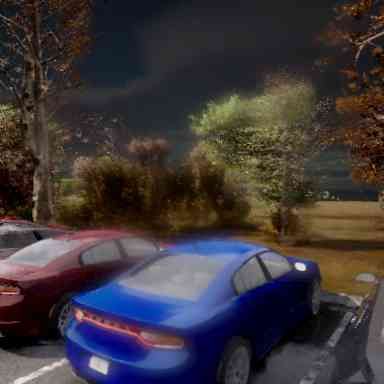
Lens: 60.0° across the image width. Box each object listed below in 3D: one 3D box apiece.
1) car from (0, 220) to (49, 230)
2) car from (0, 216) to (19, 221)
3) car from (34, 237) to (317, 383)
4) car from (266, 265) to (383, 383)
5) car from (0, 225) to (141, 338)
[{"bbox_3d":[-4.032,1.576,8.507,2.163,1.488,4.792,-1,0,36],"label":"car"},{"bbox_3d":[-6.447,1.571,10.199,2.097,1.535,5.008,-1,0,36],"label":"car"},{"bbox_3d":[0.545,1.500,5.199,2.097,1.535,5.008,-1,0,35],"label":"car"},{"bbox_3d":[2.845,1.478,3.560,2.231,1.521,4.892,-1,0,35],"label":"car"},{"bbox_3d":[-1.753,1.524,6.839,2.097,1.535,5.008,-1,0,35],"label":"car"}]
